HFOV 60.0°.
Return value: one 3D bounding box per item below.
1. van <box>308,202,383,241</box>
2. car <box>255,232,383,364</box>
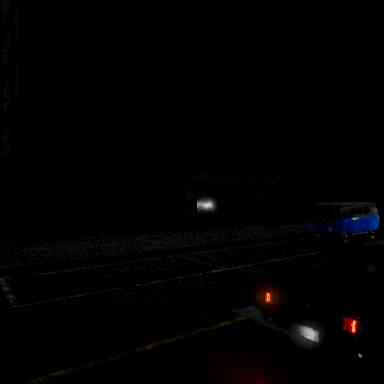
[{"bbox_3d":[7.074,1.342,15.444,3.998,1.788,1.690,0,0,-36],"label":"van"},{"bbox_3d":[3.373,1.601,5.719,4.718,1.301,1.895,0,0,-35],"label":"car"}]
